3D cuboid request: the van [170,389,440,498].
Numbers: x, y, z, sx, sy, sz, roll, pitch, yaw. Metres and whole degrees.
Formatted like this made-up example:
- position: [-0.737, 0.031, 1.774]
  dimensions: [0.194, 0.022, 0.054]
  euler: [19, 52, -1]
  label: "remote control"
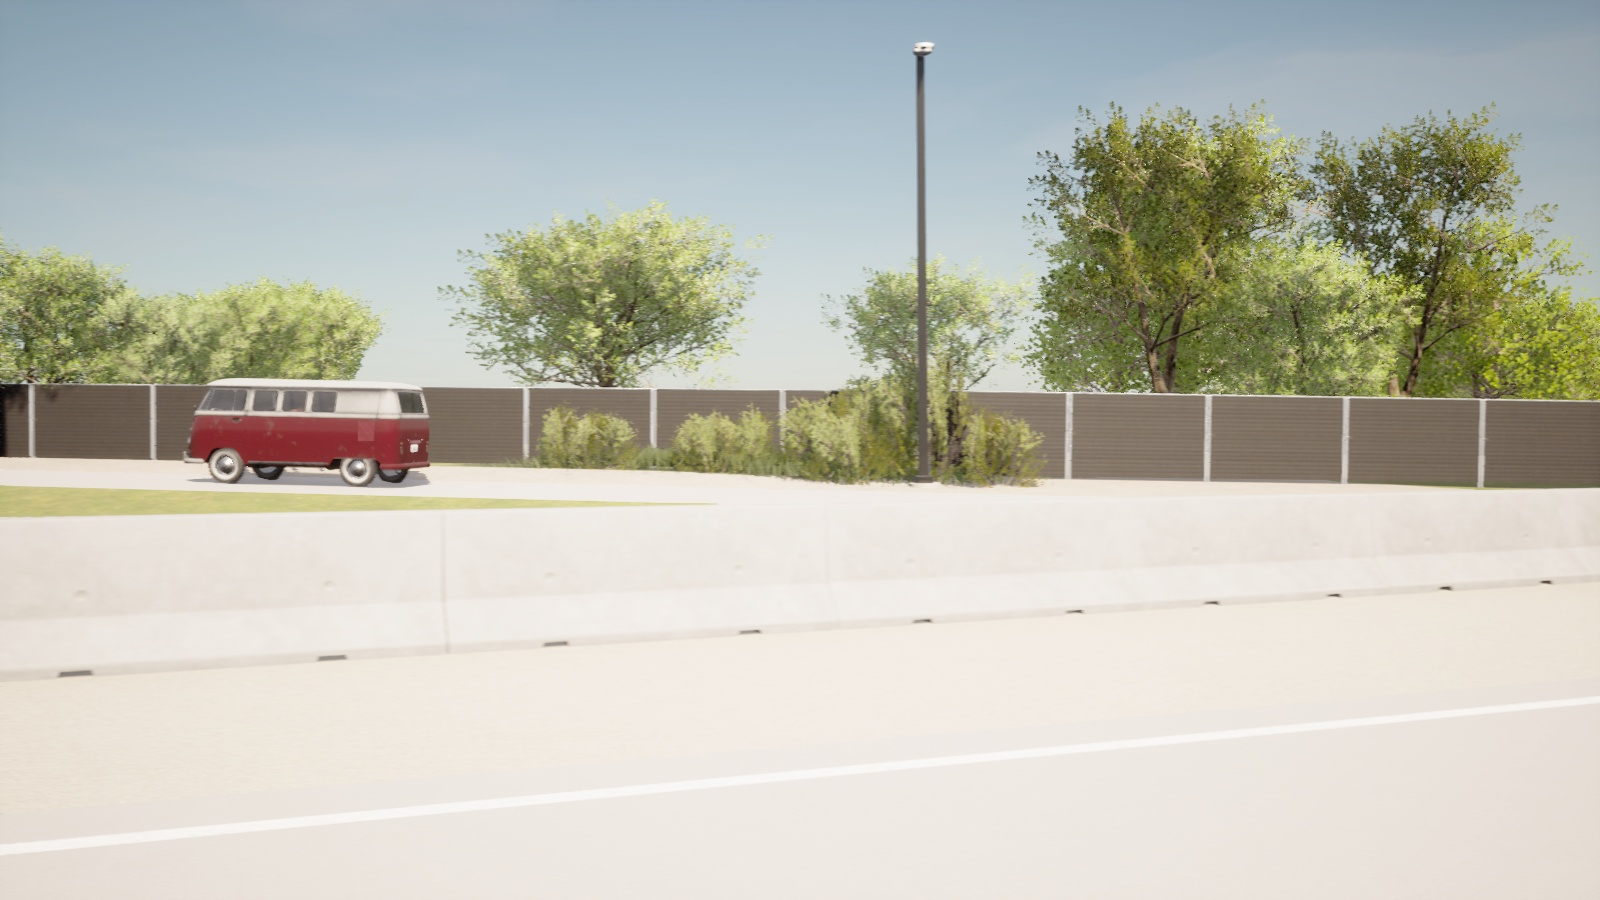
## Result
- position: [-9.346, -0.146, 23.911]
  dimensions: [4.442, 1.987, 1.775]
  euler: [0, 2, 6]
  label: "van"
